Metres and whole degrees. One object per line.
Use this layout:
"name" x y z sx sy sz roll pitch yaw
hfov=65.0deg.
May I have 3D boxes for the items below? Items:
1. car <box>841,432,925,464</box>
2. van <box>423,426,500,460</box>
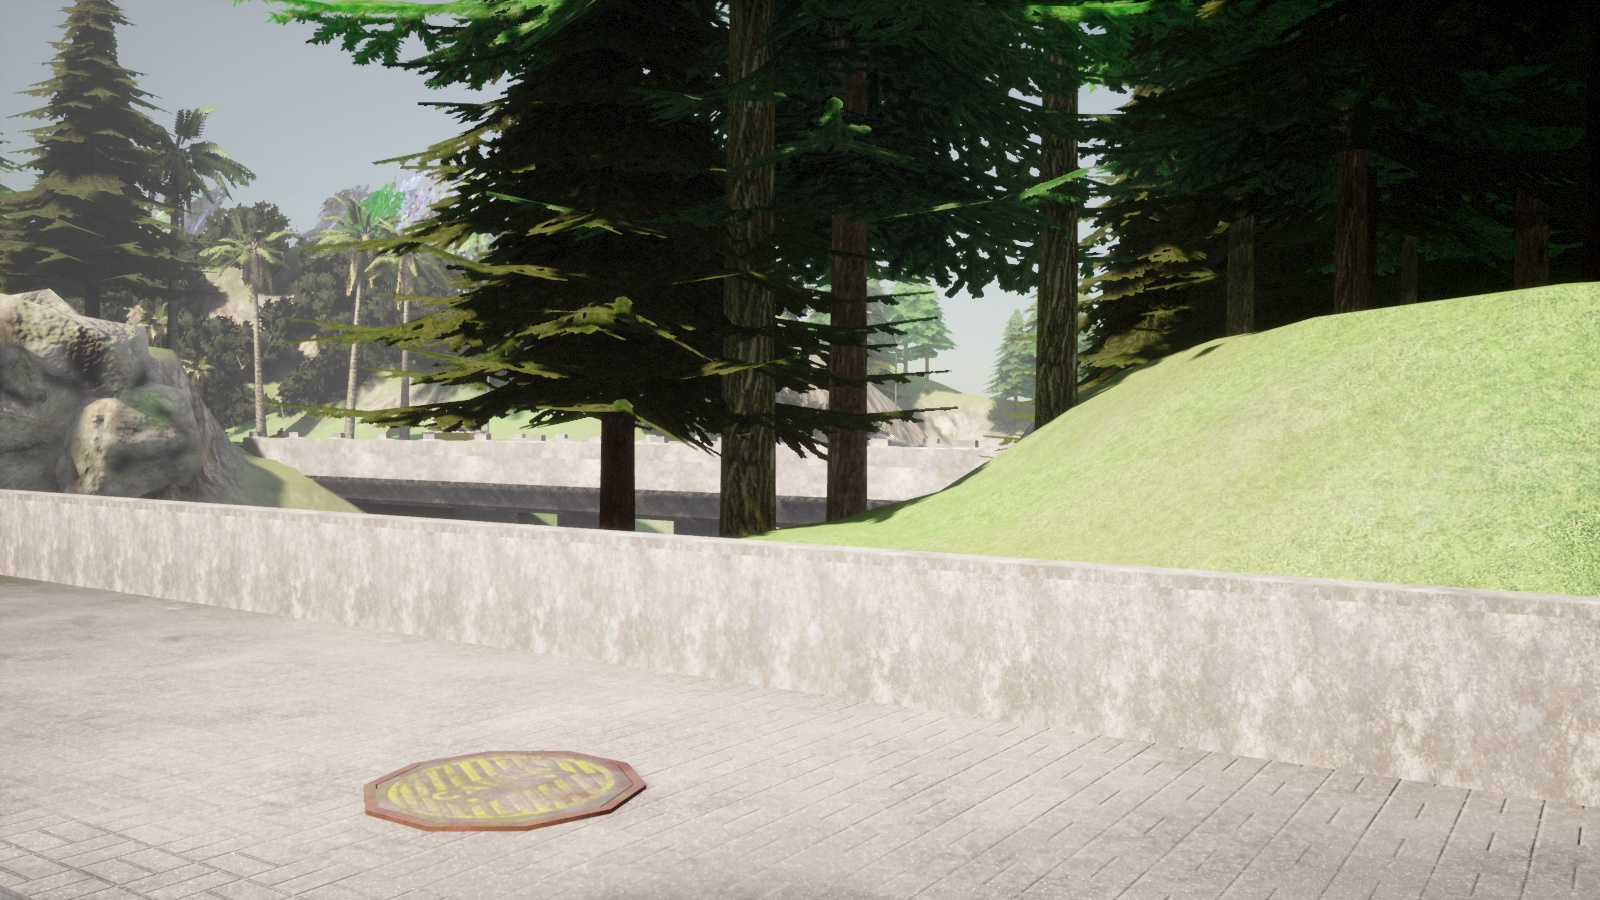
"car" 4.006 -0.124 61.012 3.633 1.501 1.845 0 1 34
"van" -20.906 -0.412 77.523 4.480 2.038 2.069 0 1 34
